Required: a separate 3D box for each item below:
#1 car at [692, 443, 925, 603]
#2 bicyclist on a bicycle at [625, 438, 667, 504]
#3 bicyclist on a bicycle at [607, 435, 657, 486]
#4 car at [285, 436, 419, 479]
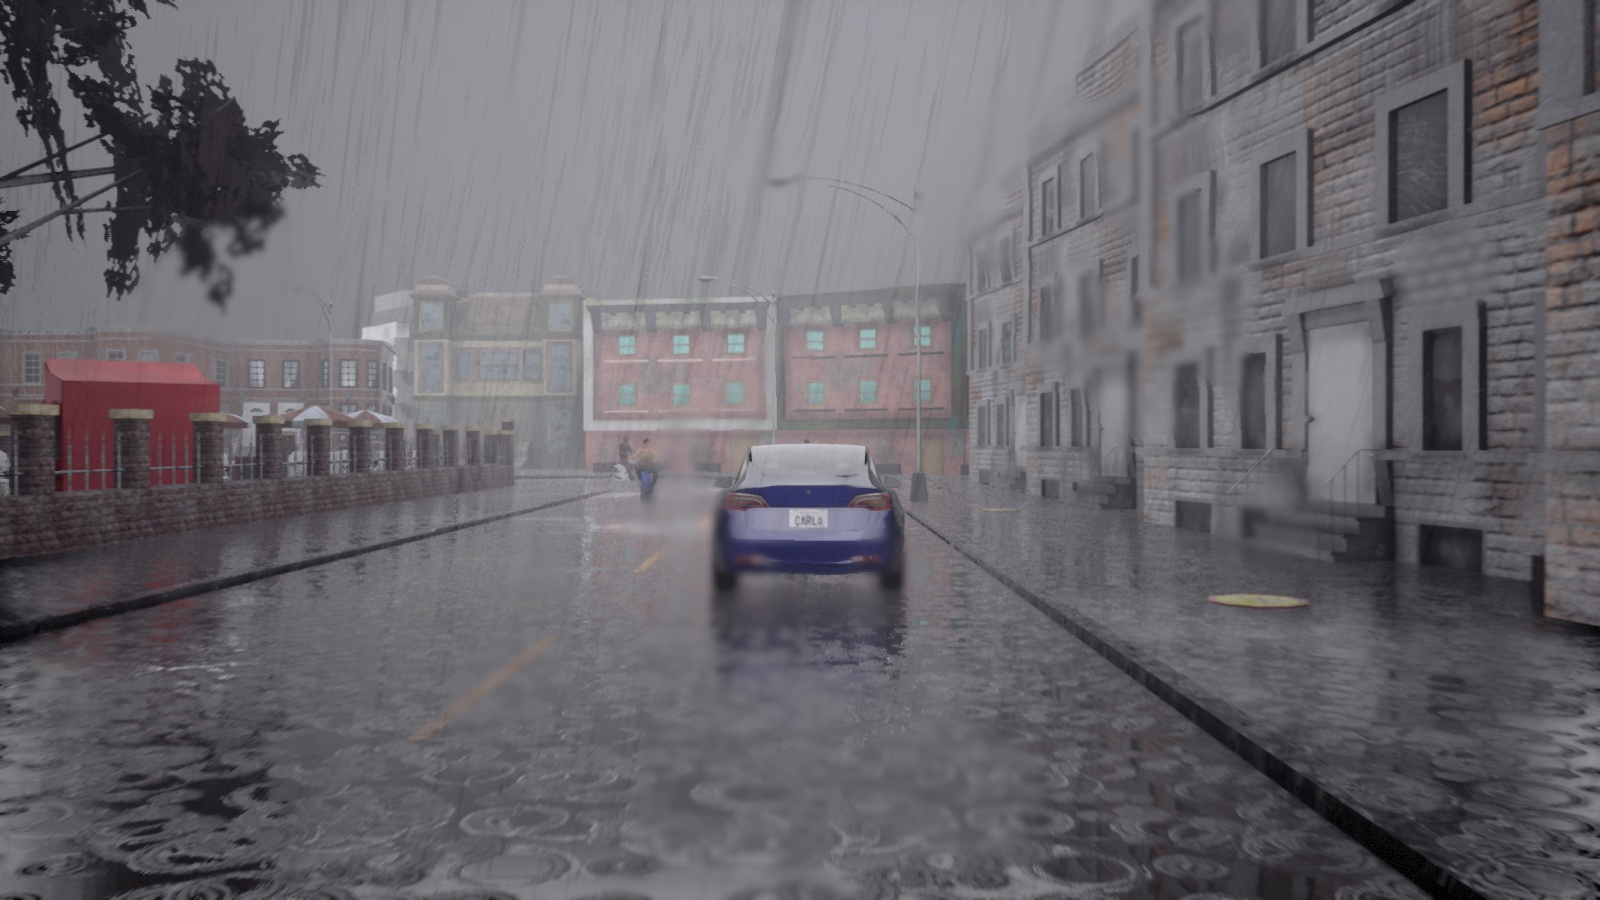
[{"bbox_3d":[0.093,0.667,14.093,2.163,1.488,4.792,0,0,0],"label":"car"},{"bbox_3d":[-3.819,0.504,31.243,0.866,1.612,1.509,0,0,0],"label":"bicyclist on a bicycle"},{"bbox_3d":[-5.960,0.362,44.564,1.843,1.776,0.659,0,2,41],"label":"bicyclist on a bicycle"},{"bbox_3d":[-18.100,0.289,50.907,4.611,1.667,2.242,0,0,0],"label":"car"}]
